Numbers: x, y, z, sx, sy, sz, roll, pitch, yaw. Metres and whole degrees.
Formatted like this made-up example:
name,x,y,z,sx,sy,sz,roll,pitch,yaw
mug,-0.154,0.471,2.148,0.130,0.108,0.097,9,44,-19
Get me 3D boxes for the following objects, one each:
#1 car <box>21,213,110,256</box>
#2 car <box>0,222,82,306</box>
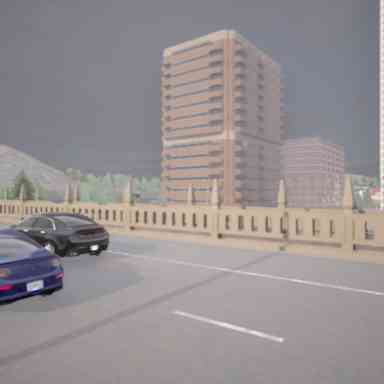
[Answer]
name,x,y,z,sx,sy,sz,roll,pitch,yaw
car,-5.040,1.506,11.886,4.892,1.490,1.837,0,0,36
car,-4.709,1.527,7.351,4.674,1.442,1.812,0,0,35
